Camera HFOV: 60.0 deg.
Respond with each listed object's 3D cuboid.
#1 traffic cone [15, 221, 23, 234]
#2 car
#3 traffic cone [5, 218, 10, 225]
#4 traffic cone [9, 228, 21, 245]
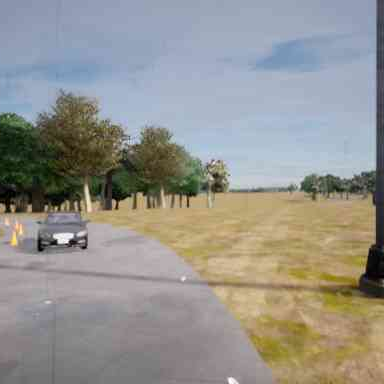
[{"bbox_3d":[-9.867,2.141,19.137,0.340,0.580,0.340,0,-1,-27],"label":"traffic cone"},{"bbox_3d":[-5.509,1.562,14.368,2.128,1.511,4.902,0,-1,-20],"label":"car"},{"bbox_3d":[-15.002,2.376,27.032,0.340,0.580,0.340,0,-2,-39],"label":"traffic cone"},{"bbox_3d":[-7.943,2.041,14.829,0.340,0.580,0.340,0,-1,-21],"label":"traffic cone"}]
